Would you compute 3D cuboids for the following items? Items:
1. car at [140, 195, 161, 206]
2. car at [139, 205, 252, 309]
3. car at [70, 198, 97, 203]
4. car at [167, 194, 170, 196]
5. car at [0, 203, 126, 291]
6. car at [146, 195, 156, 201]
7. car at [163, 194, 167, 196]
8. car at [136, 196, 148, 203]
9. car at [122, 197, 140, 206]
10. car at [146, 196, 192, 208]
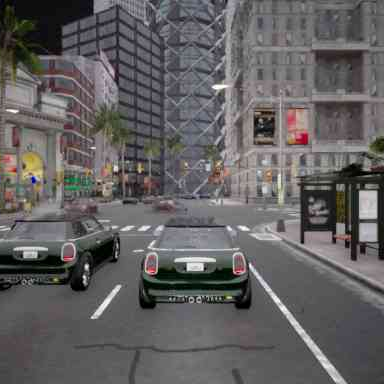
[{"bbox_3d":[-7.010,1.547,56.200,2.033,1.411,5.357,0,0,0],"label":"car"},{"bbox_3d":[0.075,1.352,8.040,2.097,1.767,4.553,0,0,0],"label":"car"},{"bbox_3d":[-10.557,1.352,32.141,2.097,1.767,4.553,0,0,0],"label":"car"},{"bbox_3d":[-6.801,1.595,84.548,1.895,1.301,4.718,0,0,3],"label":"car"},{"bbox_3d":[-3.417,1.352,9.187,2.097,1.767,4.553,0,0,0],"label":"car"},{"bbox_3d":[-10.338,1.500,83.652,1.837,1.490,4.892,0,0,0],"label":"car"},{"bbox_3d":[-6.906,1.478,70.724,1.882,1.535,5.008,0,0,0],"label":"car"},{"bbox_3d":[-10.407,1.552,69.607,1.994,1.385,4.181,0,0,0],"label":"car"},{"bbox_3d":[-10.509,1.601,55.970,1.895,1.301,4.718,0,0,0],"label":"car"},{"bbox_3d":[-2.552,1.525,36.045,1.812,1.442,4.674,-1,1,-44],"label":"car"}]
